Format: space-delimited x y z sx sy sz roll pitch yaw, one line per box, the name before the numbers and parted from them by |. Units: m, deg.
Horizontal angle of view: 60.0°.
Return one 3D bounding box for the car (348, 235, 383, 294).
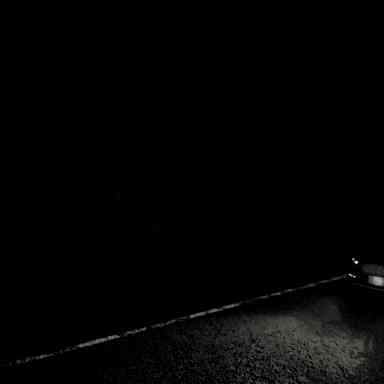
car | 5.674 1.492 7.950 4.902 1.511 2.128 0 0 -35
